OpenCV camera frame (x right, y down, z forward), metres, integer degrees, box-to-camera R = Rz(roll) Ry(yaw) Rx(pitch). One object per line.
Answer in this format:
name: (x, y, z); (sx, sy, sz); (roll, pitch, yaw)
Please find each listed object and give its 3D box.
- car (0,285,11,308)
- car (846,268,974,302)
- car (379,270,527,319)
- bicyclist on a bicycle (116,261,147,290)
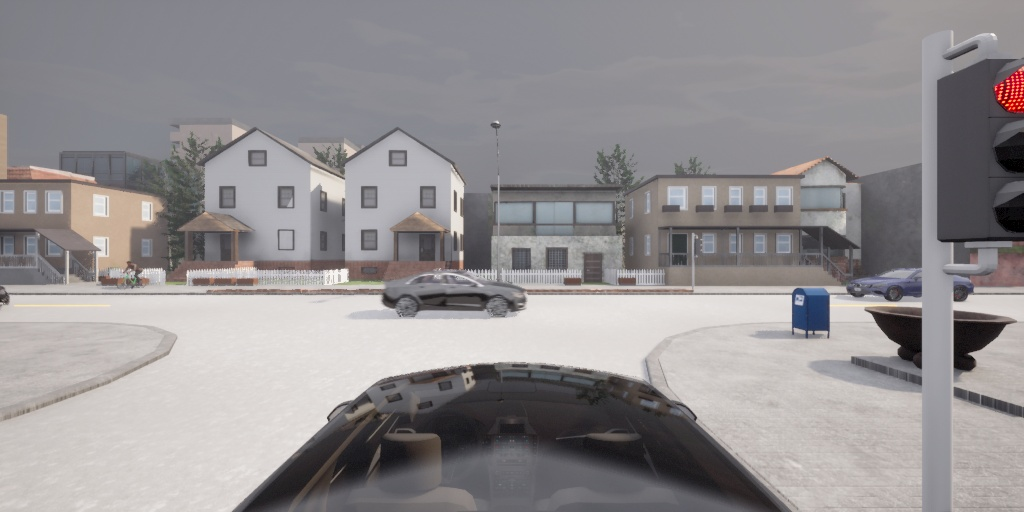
car: (-20.417, 1.241, 12.250); (4.902, 1.511, 2.128); (0, 0, 0)
car: (18.185, 1.276, 16.451); (4.674, 1.442, 1.812); (0, 0, 0)
car: (-1.944, 1.241, 12.260); (4.902, 1.511, 2.128); (0, 0, 0)
bicyclist on a bicycle: (-21.875, 1.099, 20.647); (0.582, 1.620, 1.656); (0, 0, 0)
